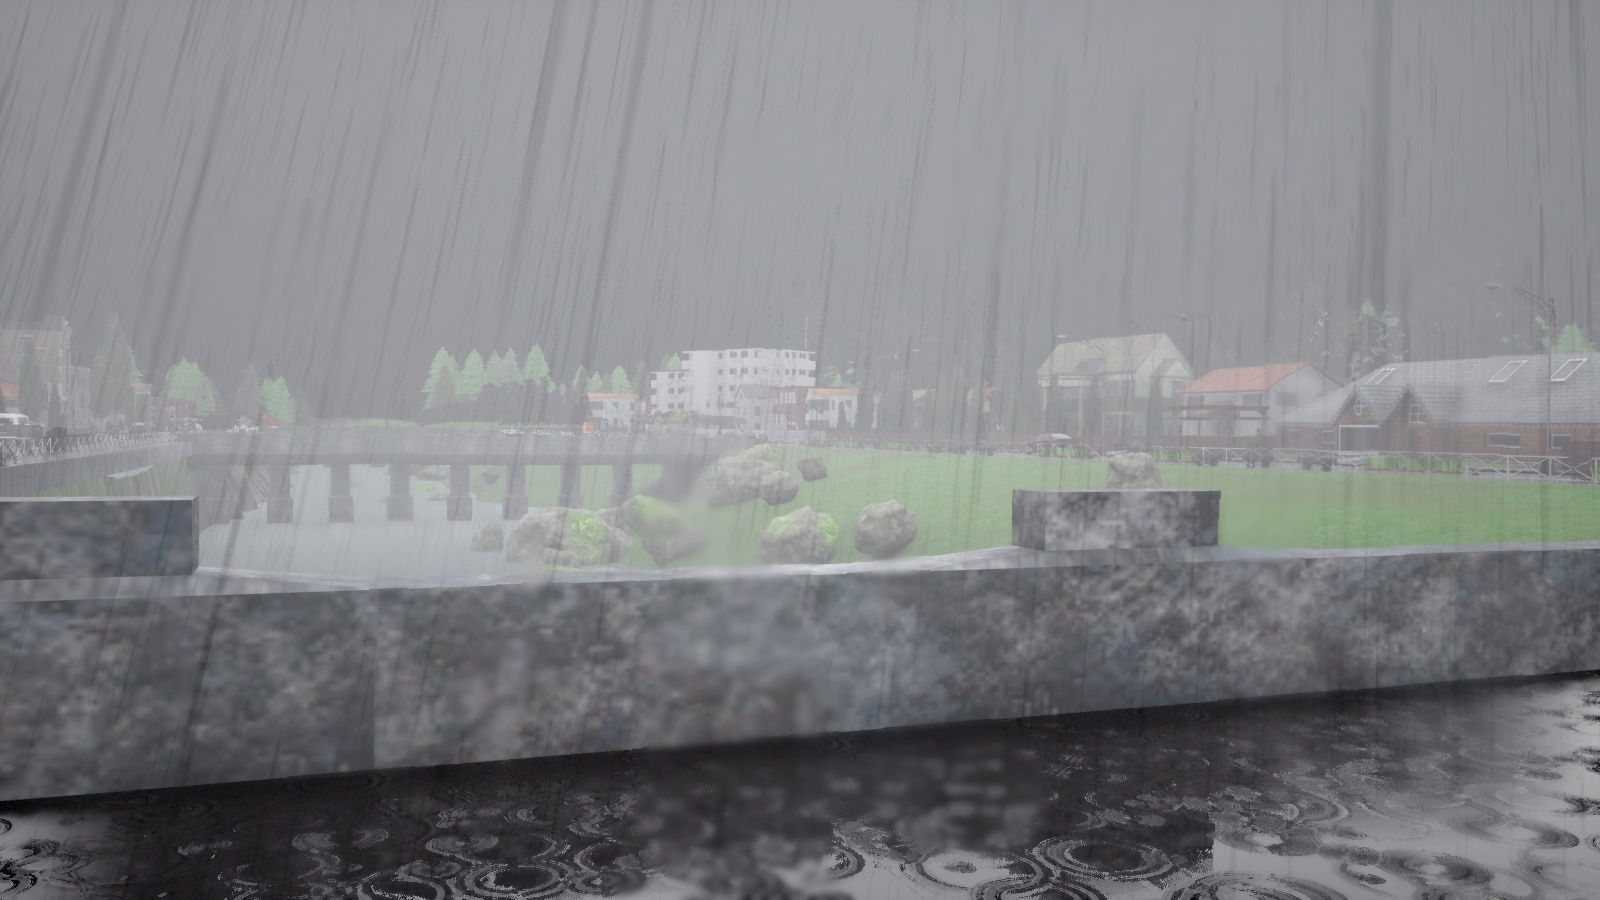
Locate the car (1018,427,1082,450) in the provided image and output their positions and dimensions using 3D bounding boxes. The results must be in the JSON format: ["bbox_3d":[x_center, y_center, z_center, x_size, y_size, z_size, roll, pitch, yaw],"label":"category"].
[{"bbox_3d":[16.966,-0.798,85.465,1.882,1.535,5.008,-1,1,-21],"label":"car"}]

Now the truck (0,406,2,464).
[{"bbox_3d":[-47.865,-0.825,71.170,2.891,3.462,7.936,-1,1,-21],"label":"truck"}]

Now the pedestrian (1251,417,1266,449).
[{"bbox_3d":[26.514,-0.960,72.596,0.370,1.835,0.726,-1,1,-25],"label":"pedestrian"}]

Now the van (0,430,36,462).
[{"bbox_3d":[-52.663,-0.273,83.808,2.069,2.038,4.480,-1,1,-21],"label":"van"}]
